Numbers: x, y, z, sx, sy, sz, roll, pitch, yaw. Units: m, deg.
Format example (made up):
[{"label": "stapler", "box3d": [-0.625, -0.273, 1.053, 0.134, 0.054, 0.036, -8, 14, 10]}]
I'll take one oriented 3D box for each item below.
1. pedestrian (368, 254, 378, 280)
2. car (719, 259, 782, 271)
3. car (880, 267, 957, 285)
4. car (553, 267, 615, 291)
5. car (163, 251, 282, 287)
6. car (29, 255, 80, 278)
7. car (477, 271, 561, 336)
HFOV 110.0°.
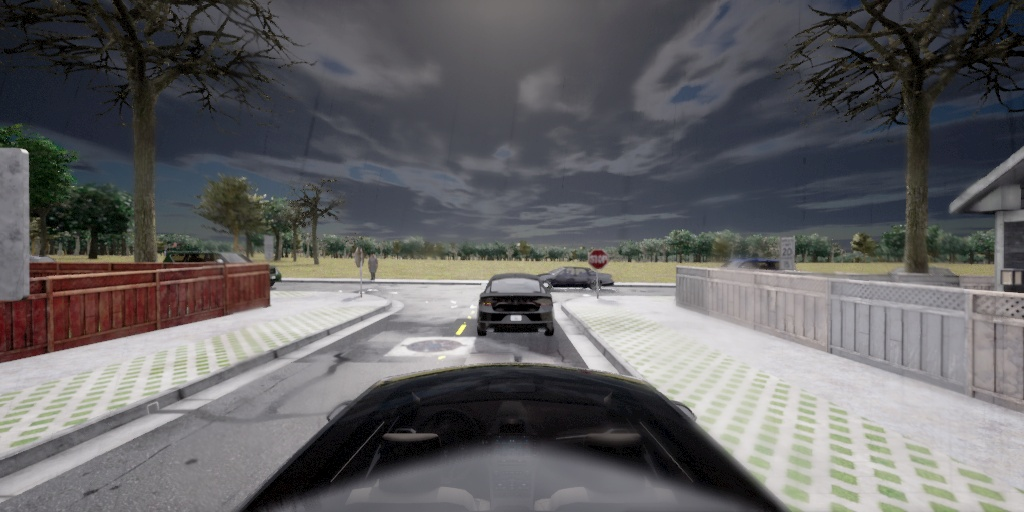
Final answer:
[{"label": "pedestrian", "box3d": [-9.732, 0.745, 25.115, 0.375, 1.860, 0.375, 0, -1, 0]}, {"label": "car", "box3d": [14.528, 1.184, 22.411, 5.566, 2.045, 2.150, 1, 0, -1]}, {"label": "car", "box3d": [25.120, 1.463, 22.488, 4.553, 1.767, 2.097, 1, 0, 0]}, {"label": "car", "box3d": [3.472, 1.355, 21.876, 5.357, 1.411, 2.033, 1, 0, -9]}, {"label": "car", "box3d": [-15.546, 0.762, 19.206, 5.566, 2.045, 2.150, 1, 0, 0]}, {"label": "car", "box3d": [-25.741, 0.735, 19.129, 4.553, 1.767, 2.097, 1, 0, -1]}, {"label": "car", "box3d": [0.087, 1.225, 10.418, 1.882, 1.535, 5.008, 0, 0, 0]}]
